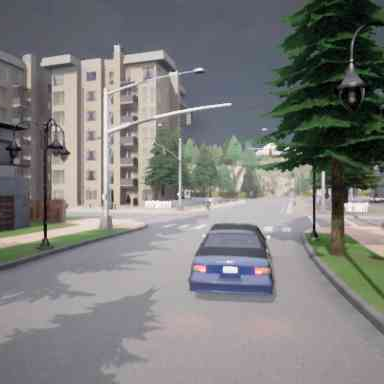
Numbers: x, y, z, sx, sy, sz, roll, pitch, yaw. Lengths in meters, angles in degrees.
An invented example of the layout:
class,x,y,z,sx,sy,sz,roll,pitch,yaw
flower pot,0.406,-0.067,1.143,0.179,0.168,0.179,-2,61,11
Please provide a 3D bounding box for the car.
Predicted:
class,x,y,z,sx,sy,sz,roll,pitch,yaw
car,1.138,1.542,8.865,2.033,1.411,5.357,0,0,9
